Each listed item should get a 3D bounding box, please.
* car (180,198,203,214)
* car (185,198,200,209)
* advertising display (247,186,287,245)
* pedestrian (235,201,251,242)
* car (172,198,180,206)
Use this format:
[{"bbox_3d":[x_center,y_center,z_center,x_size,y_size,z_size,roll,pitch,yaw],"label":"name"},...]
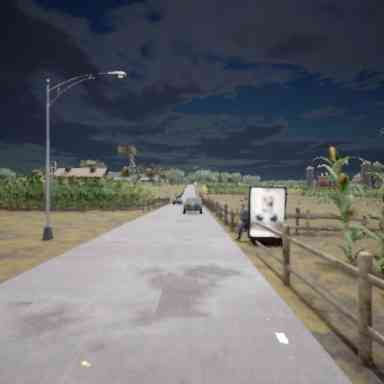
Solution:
[{"bbox_3d":[0.080,1.398,36.642,2.097,1.767,4.553,0,0,0],"label":"car"},{"bbox_3d":[0.050,1.690,48.974,2.033,1.411,5.357,0,0,0],"label":"car"},{"bbox_3d":[3.149,0.993,14.014,1.540,2.440,0.280,1,1,0],"label":"advertising display"},{"bbox_3d":[2.257,1.271,14.561,0.375,1.860,0.375,-1,1,-10],"label":"pedestrian"},{"bbox_3d":[-2.772,1.801,62.868,2.033,1.411,5.357,0,0,1],"label":"car"}]
